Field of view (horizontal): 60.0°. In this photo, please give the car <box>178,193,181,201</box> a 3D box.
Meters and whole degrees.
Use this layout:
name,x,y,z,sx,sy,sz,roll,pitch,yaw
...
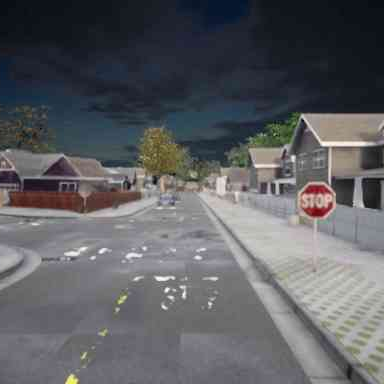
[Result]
name,x,y,z,sx,sy,sz,roll,pitch,yaw
car,-2.948,0.691,54.776,1.837,1.490,4.892,0,0,0

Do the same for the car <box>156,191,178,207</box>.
name,x,y,z,sx,sy,sz,roll,pitch,yaw
car,-2.930,0.929,38.818,1.812,1.442,4.674,0,1,0
